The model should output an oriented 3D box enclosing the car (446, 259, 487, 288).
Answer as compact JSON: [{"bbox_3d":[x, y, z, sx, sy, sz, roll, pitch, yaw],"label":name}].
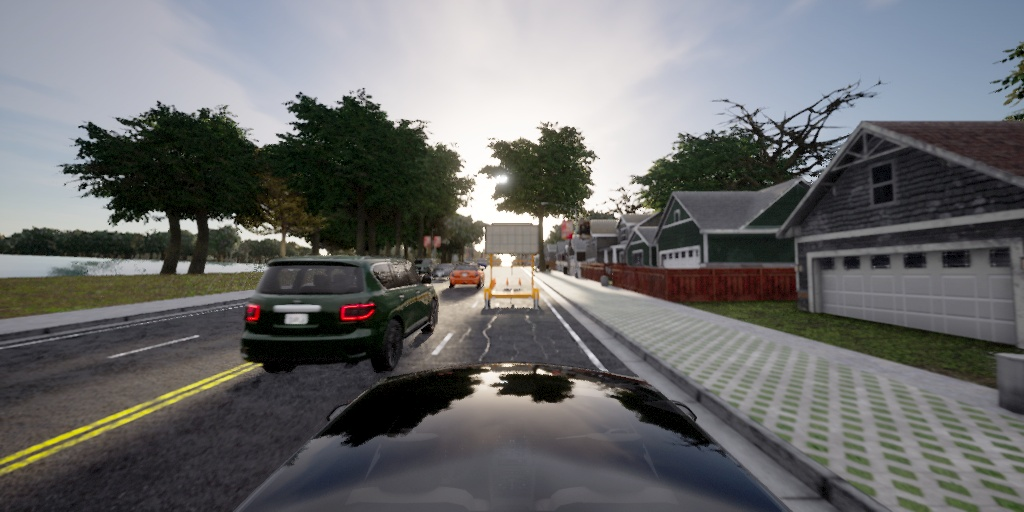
[{"bbox_3d":[-3.139,1.315,25.912,2.097,1.767,4.553,0,0,0],"label":"car"}]

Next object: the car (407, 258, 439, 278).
[{"bbox_3d":[-9.835,1.302,40.178,2.150,2.045,5.566,0,0,0],"label":"car"}]

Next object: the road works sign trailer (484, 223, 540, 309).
[{"bbox_3d":[0.001,0.343,15.763,2.380,3.560,2.880,0,0,1],"label":"road works sign trailer"}]

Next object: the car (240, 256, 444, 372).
[{"bbox_3d":[-3.158,1.031,7.900,2.150,2.045,5.566,0,0,0],"label":"car"}]

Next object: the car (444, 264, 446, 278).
[{"bbox_3d":[-6.586,1.528,35.108,2.128,1.511,4.902,0,0,0],"label":"car"}]
